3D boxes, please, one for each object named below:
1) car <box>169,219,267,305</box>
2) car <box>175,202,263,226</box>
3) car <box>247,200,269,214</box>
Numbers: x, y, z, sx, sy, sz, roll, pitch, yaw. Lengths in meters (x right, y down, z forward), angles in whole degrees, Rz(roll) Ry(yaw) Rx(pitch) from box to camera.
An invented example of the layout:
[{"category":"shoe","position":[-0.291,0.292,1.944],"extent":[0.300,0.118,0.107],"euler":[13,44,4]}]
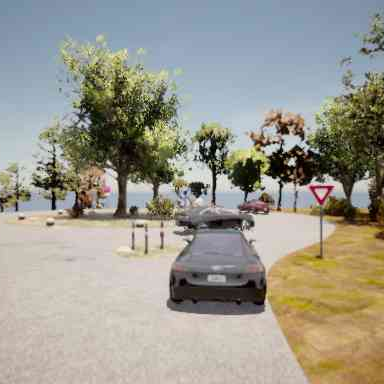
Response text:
[{"category":"car","position":[0.661,1.596,8.221],"extent":[1.994,1.385,4.181],"euler":[0,0,6]},{"category":"car","position":[1.402,1.571,19.561],"extent":[4.902,1.511,2.128],"euler":[0,0,-26]},{"category":"car","position":[6.906,1.677,37.611],"extent":[1.812,1.442,4.674],"euler":[1,-1,-23]}]
